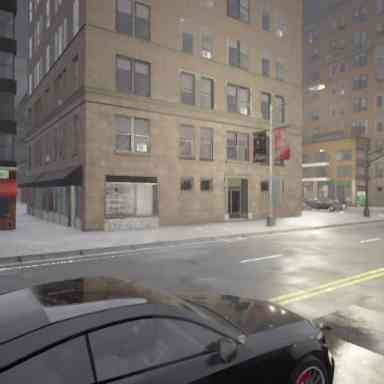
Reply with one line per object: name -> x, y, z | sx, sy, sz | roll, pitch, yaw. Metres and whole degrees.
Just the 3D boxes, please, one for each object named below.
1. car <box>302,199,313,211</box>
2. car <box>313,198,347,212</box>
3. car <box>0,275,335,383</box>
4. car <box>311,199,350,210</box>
car -> 11.508, 1.418, 38.989 | 1.967, 1.590, 4.097 | 0, 0, -35
car -> 15.150, 1.480, 38.225 | 2.128, 1.511, 4.902 | 0, 0, -35
car -> -0.689, 1.526, 2.947 | 4.674, 1.442, 1.812 | 0, 0, -35
car -> 18.066, 1.574, 43.613 | 1.947, 1.339, 4.313 | 0, 0, -35
